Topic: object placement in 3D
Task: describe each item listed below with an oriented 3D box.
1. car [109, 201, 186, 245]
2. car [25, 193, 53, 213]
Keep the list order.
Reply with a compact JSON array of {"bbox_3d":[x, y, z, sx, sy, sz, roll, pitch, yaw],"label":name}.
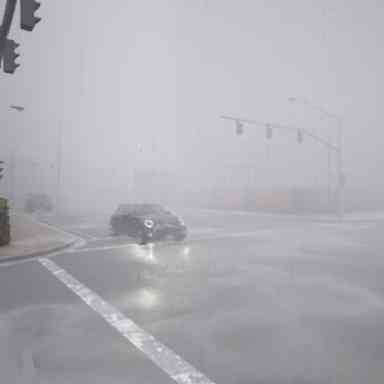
[{"bbox_3d":[-2.181,1.289,15.549,2.097,1.767,4.553,0,0,-35],"label":"car"},{"bbox_3d":[-17.137,1.157,37.020,2.150,2.045,5.566,0,2,-35],"label":"car"}]
